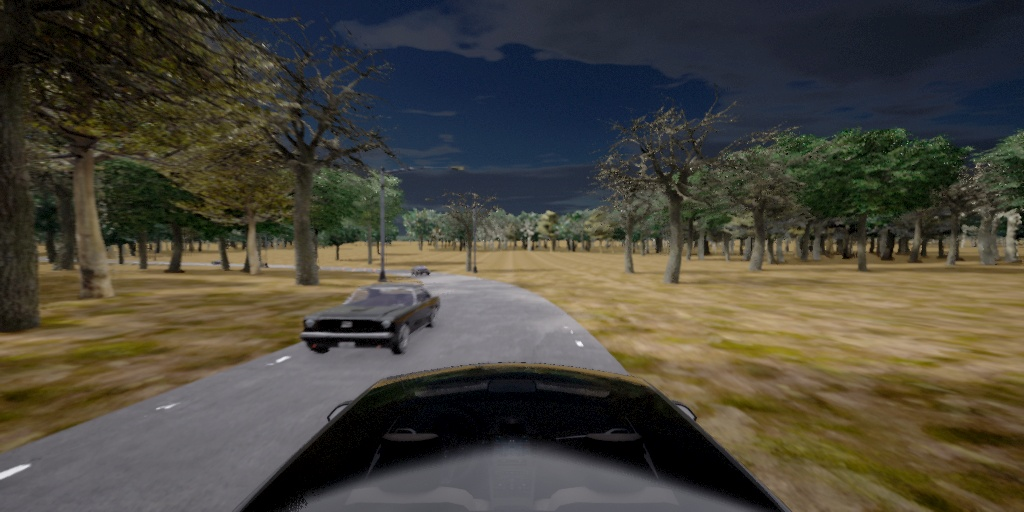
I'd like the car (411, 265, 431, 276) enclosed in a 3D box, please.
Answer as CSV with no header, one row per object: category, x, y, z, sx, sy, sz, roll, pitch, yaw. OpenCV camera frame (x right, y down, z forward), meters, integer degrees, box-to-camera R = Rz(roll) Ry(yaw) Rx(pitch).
car,-12.637,1.999,49.318,2.033,1.411,5.357,-1,0,-26

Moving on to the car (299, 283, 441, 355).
car,-3.117,1.388,8.945,1.895,1.301,4.718,1,-1,0
